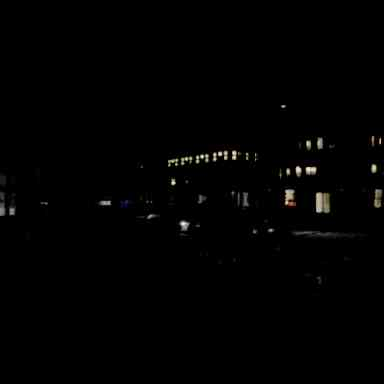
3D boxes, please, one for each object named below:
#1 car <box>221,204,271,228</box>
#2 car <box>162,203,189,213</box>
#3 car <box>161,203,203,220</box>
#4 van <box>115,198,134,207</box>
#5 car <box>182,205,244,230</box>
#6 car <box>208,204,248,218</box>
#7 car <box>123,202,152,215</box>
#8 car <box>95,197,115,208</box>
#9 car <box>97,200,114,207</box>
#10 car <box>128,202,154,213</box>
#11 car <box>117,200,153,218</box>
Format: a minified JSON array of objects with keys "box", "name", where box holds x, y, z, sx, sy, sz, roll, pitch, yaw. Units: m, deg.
[{"box":[3.935,1.866,25.889,2.128,1.511,4.902,0,-1,-34],"name":"car"},{"box":[-2.359,2.153,45.546,1.802,1.307,4.206,-1,0,-34],"name":"car"},{"box":[-1.377,1.945,33.757,1.882,1.535,5.008,0,-1,-34],"name":"car"},{"box":[-11.654,2.065,59.310,1.690,1.788,3.998,-1,0,-34],"name":"van"},{"box":[1.456,1.942,24.700,1.947,1.339,4.313,-1,0,-34],"name":"car"},{"box":[3.835,2.016,36.371,2.008,1.369,4.403,-1,0,-34],"name":"car"},{"box":[-6.898,2.087,41.947,1.812,1.442,4.674,0,-1,-34],"name":"car"},{"box":[-17.023,1.995,62.651,2.150,2.045,5.566,0,0,-34],"name":"car"},{"box":[-17.845,2.366,68.485,1.887,1.381,4.507,-1,0,-34],"name":"car"},{"box":[-7.564,2.220,48.644,1.895,1.301,4.718,0,-1,-34],"name":"car"},{"box":[-6.209,1.951,36.269,1.967,1.590,4.097,-1,0,-34],"name":"car"}]
